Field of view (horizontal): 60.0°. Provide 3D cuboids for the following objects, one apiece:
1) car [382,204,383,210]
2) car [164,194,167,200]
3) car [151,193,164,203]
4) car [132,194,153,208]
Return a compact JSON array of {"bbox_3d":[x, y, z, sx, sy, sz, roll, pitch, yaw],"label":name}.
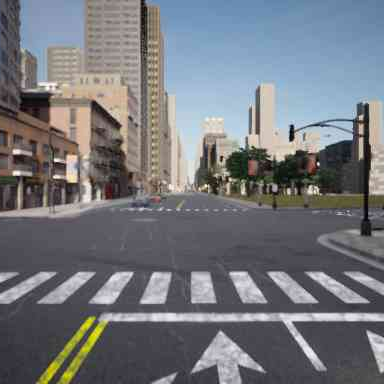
[{"bbox_3d":[20.934,1.193,32.003,5.357,1.411,2.033,-1,1,-21],"label":"car"},{"bbox_3d":[-6.589,1.065,74.401,1.994,1.385,4.181,0,0,0],"label":"car"},{"bbox_3d":[-6.629,0.973,58.765,2.097,1.767,4.553,0,1,0],"label":"car"},{"bbox_3d":[-6.677,1.252,43.780,1.812,1.442,4.674,0,1,0],"label":"car"}]
